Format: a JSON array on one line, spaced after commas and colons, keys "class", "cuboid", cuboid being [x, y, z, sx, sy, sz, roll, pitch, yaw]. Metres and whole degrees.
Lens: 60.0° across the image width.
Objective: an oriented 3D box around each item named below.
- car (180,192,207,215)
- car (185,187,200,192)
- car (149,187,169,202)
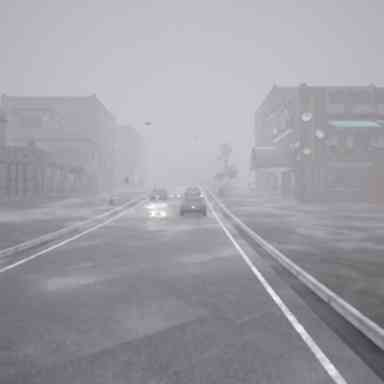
[{"class": "car", "cuboid": [0.090, 0.958, 25.704, 1.994, 1.385, 4.181, 0, 3, 0]}, {"class": "car", "cuboid": [0.084, -0.004, 42.634, 1.994, 1.385, 4.181, 0, 3, 0]}, {"class": "car", "cuboid": [-3.604, 0.249, 37.143, 2.128, 1.511, 4.902, 0, 3, 0]}]
